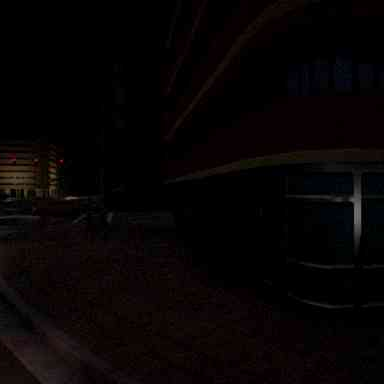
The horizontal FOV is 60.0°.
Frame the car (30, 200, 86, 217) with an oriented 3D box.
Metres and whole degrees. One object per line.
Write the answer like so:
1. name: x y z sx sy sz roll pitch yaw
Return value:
1. car: -12.829 1.511 32.060 5.008 1.535 1.882 0 -1 -24
